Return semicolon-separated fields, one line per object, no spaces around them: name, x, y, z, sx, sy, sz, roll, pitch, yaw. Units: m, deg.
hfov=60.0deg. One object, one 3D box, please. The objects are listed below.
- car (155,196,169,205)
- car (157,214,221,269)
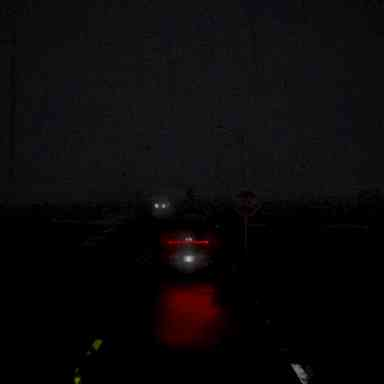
car;-5.782;1.658;61.475;1.994;1.385;4.181;0;0;-2
car;-0.122;1.513;11.164;1.837;1.490;4.892;0;0;-1
